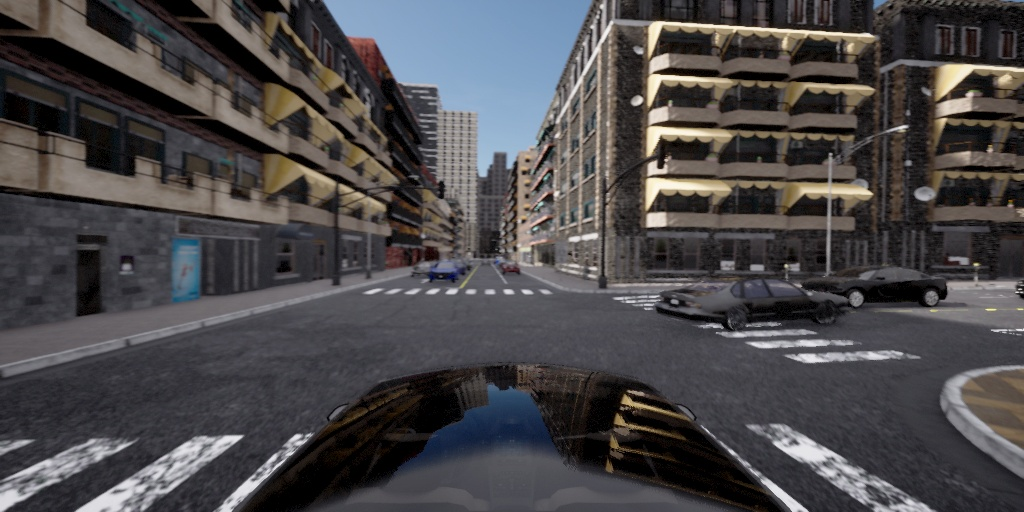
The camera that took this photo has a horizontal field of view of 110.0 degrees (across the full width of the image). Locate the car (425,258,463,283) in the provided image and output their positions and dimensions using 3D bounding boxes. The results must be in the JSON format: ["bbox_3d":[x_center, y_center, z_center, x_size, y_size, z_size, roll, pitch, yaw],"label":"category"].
[{"bbox_3d":[-5.115,1.153,27.508,1.882,1.535,5.008,1,0,-4],"label":"car"}]

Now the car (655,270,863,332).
[{"bbox_3d":[7.005,1.272,10.552,5.357,1.411,2.033,-1,0,-12],"label":"car"}]

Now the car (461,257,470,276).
[{"bbox_3d":[-5.760,1.019,36.645,2.097,1.767,4.553,1,0,-4],"label":"car"}]

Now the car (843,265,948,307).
[{"bbox_3d":[14.064,1.130,14.115,5.008,1.535,1.882,0,1,-5],"label":"car"}]

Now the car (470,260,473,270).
[{"bbox_3d":[-6.422,1.012,46.717,2.097,1.767,4.553,1,0,-4],"label":"car"}]

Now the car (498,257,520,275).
[{"bbox_3d":[-0.178,1.180,39.157,1.967,1.591,4.097,0,0,-4],"label":"car"}]

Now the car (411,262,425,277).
[{"bbox_3d":[-8.134,1.187,33.040,2.007,1.370,4.403,0,0,-4],"label":"car"}]

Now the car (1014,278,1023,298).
[{"bbox_3d":[24.088,1.129,14.985,4.892,1.490,1.837,0,1,-5],"label":"car"}]

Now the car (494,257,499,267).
[{"bbox_3d":[-1.382,1.279,55.696,2.007,1.370,4.403,0,0,-4],"label":"car"}]
